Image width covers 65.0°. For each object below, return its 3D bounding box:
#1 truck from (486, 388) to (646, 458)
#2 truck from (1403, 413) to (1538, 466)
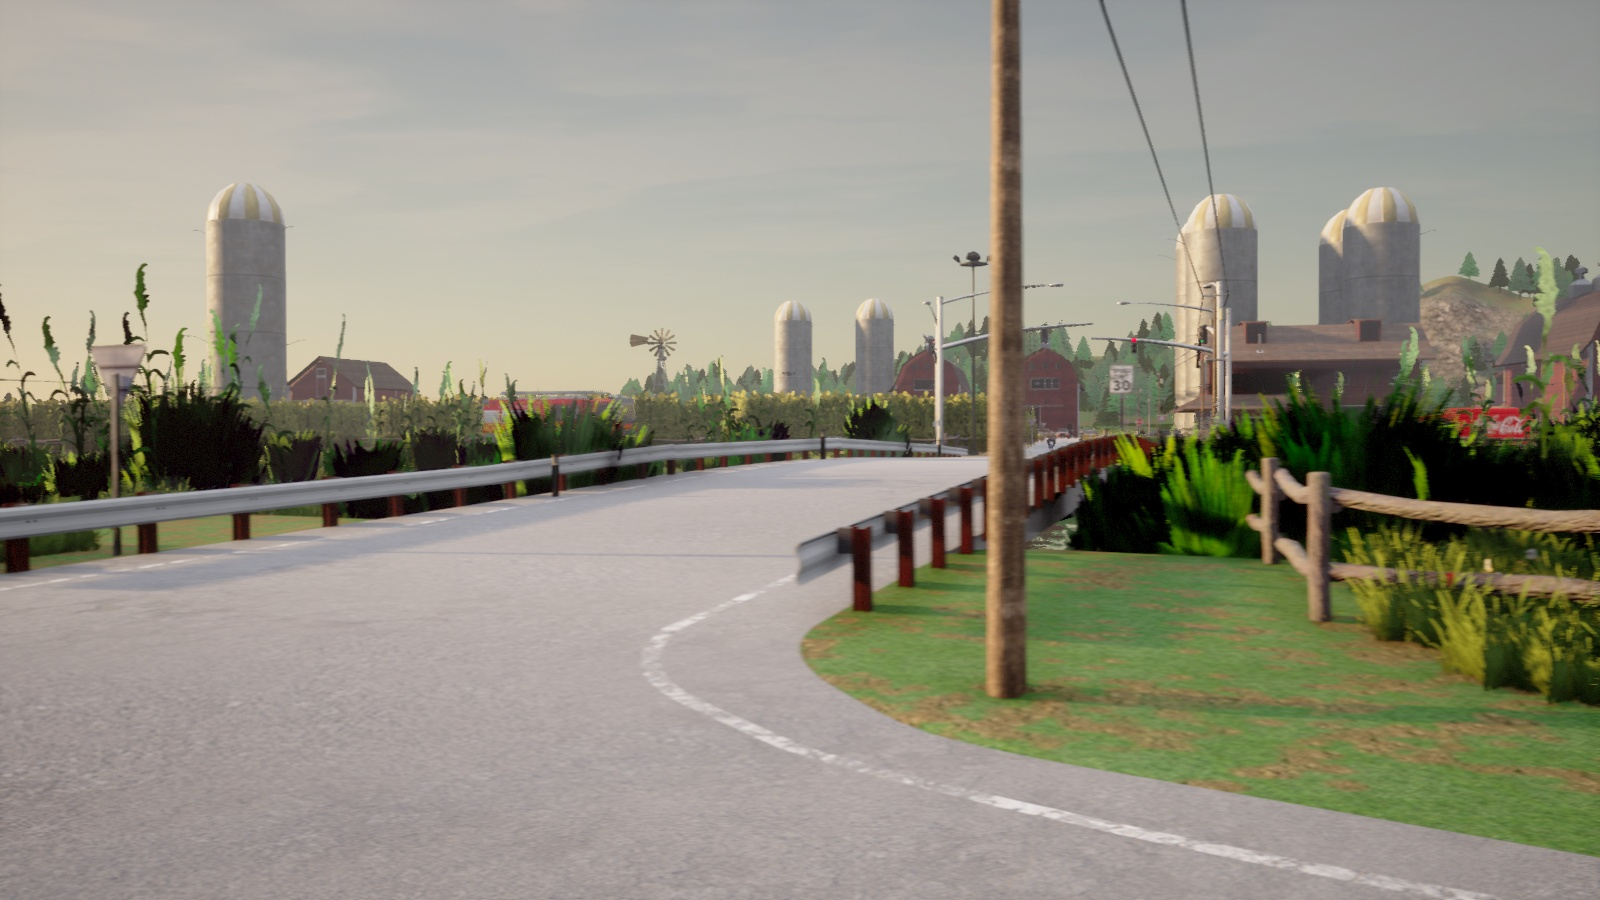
[{"bbox_3d":[-13.254,-1.530,71.188,8.468,3.827,2.891,0,1,12],"label":"truck"},{"bbox_3d":[31.828,-0.533,59.806,5.204,2.467,2.627,0,1,15],"label":"truck"}]
